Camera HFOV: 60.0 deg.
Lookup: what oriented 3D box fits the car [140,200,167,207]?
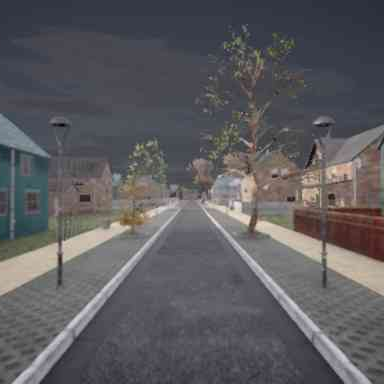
[{"bbox_3d":[-7.679,2.320,65.635,5.357,1.411,2.033,0,-1,1],"label":"car"}]
